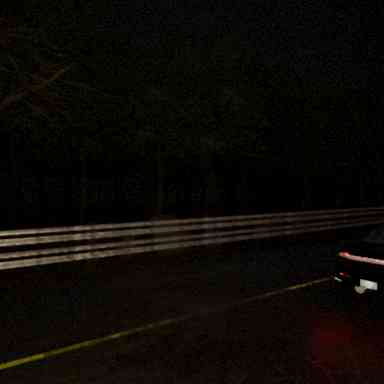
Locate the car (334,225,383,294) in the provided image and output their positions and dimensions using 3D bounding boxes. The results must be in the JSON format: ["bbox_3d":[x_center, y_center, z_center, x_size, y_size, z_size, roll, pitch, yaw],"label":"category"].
[{"bbox_3d":[5.173,1.450,7.432,4.902,1.511,2.128,0,0,-35],"label":"car"}]
